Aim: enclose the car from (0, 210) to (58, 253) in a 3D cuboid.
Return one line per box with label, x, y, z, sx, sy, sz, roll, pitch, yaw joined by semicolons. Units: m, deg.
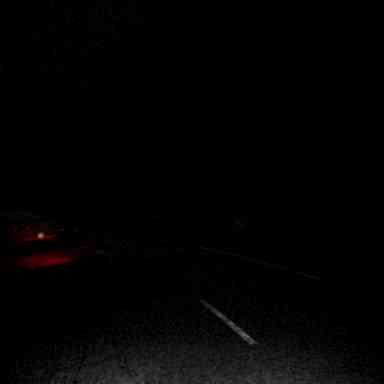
car;-7.563;1.471;13.855;5.008;1.535;1.882;0;0;38
